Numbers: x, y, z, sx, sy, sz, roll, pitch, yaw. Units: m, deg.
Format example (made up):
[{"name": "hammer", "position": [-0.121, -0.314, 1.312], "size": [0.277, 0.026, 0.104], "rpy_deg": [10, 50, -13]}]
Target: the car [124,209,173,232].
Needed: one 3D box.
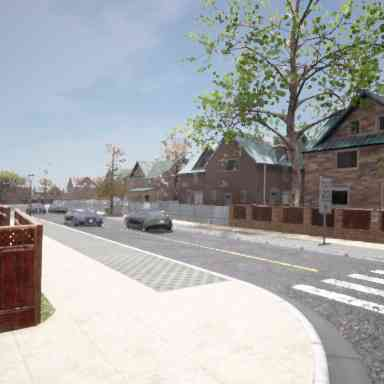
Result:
[{"name": "car", "position": [-3.027, 1.858, 22.518], "size": [1.994, 1.385, 4.181], "rpy_deg": [2, -2, -34]}]

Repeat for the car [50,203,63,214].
[{"name": "car", "position": [-17.953, 2.174, 44.506], "size": [1.994, 1.385, 4.181], "rpy_deg": [2, -2, -34]}]

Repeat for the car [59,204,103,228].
[{"name": "car", "position": [-8.156, 1.837, 24.825], "size": [1.994, 1.385, 4.181], "rpy_deg": [2, -2, -34]}]

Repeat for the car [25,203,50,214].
[{"name": "car", "position": [-19.878, 2.100, 42.266], "size": [1.994, 1.385, 4.181], "rpy_deg": [2, -2, -34]}]
